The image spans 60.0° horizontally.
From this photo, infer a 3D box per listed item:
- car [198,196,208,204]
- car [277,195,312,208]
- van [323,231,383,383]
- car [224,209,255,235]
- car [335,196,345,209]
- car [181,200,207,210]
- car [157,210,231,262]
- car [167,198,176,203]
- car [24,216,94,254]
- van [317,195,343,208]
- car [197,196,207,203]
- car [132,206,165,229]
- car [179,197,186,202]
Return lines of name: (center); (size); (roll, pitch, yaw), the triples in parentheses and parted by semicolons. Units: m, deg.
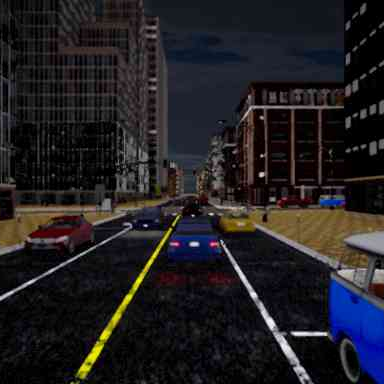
car: (2.545, 1.828, 74.273); (2.192, 1.841, 5.009); (0, 0, 0)
car: (15.301, 1.435, 49.822); (5.009, 1.841, 2.192); (-1, 0, -1)
van: (2.563, 1.361, 2.781); (1.690, 1.788, 3.998); (0, 0, 0)
car: (2.559, 1.660, 19.626); (1.752, 1.417, 4.829); (0, 0, 0)
car: (21.069, 1.555, 42.006); (4.507, 1.381, 1.887); (-1, 0, -1)
car: (0.078, 1.704, 29.143); (1.837, 1.490, 4.892); (0, 0, 0)
car: (0.082, 1.633, 12.494); (2.033, 1.411, 5.357); (0, 0, 0)
car: (-5.338, 2.142, 85.455); (2.008, 1.369, 4.403); (0, 0, 0)
car: (-5.320, 1.678, 13.894); (1.802, 1.307, 4.206); (0, 0, 0)
van: (20.957, 1.390, 49.884); (3.998, 1.788, 1.690); (-1, 0, -1)
car: (2.542, 1.906, 85.458); (2.192, 1.841, 5.009); (0, 0, 0)
car: (-2.840, 1.706, 23.061); (2.033, 1.411, 5.357); (0, 0, 0)
car: (-2.773, 2.112, 94.108); (2.128, 1.511, 4.902); (0, 0, 0)
